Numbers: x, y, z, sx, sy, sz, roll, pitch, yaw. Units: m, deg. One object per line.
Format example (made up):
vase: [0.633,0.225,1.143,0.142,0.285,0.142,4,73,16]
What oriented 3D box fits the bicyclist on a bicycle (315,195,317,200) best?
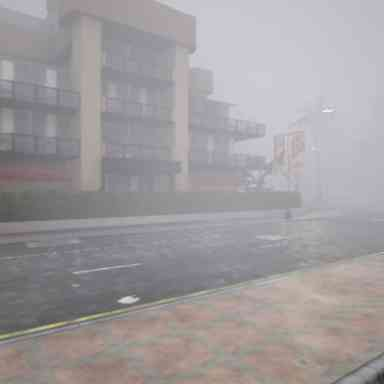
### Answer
bicyclist on a bicycle: [23.863,1.302,63.744,1.656,1.620,0.582,0,0,-35]
